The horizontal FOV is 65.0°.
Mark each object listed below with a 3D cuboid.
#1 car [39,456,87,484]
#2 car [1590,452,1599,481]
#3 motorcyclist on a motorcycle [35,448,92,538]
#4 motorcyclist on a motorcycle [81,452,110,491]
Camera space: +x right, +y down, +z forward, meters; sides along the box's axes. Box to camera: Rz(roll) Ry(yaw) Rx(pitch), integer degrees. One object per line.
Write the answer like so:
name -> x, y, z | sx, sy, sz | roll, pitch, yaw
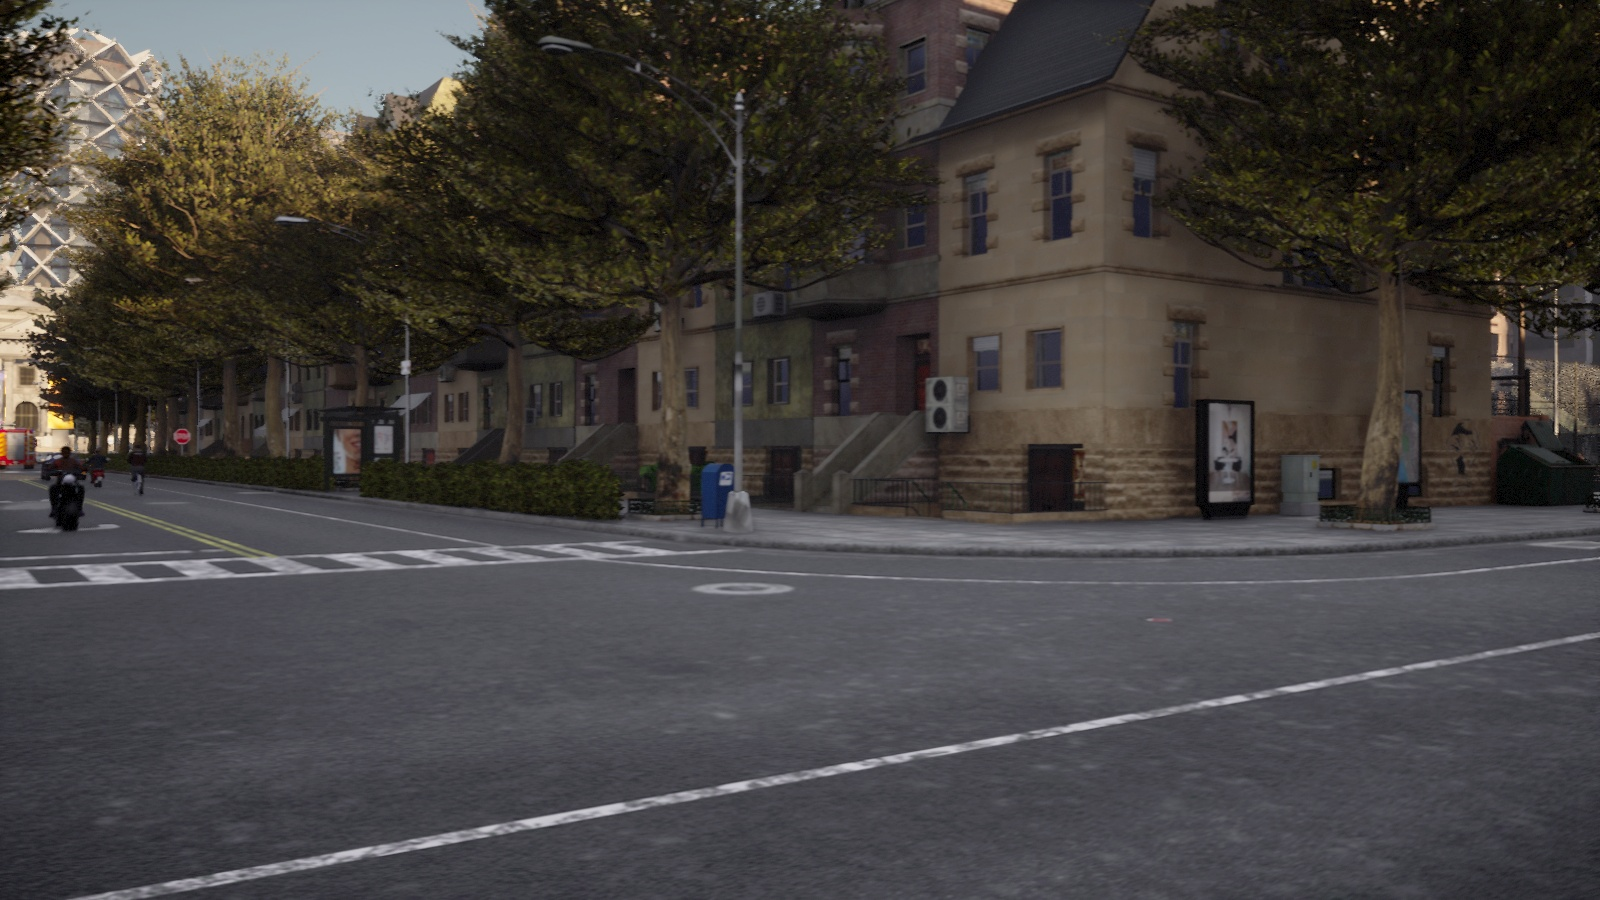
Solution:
car -> -38.498, 1.013, 65.531 | 1.812, 1.442, 4.674 | 0, 0, -35
car -> 41.630, 0.822, 61.885 | 1.816, 1.474, 4.193 | 0, 0, -34
motorcyclist on a motorcycle -> -14.124, 0.784, 24.045 | 0.766, 1.649, 2.350 | 0, 0, -35
motorcyclist on a motorcycle -> -29.216, 0.888, 52.079 | 0.866, 1.590, 1.817 | 0, 0, -35
